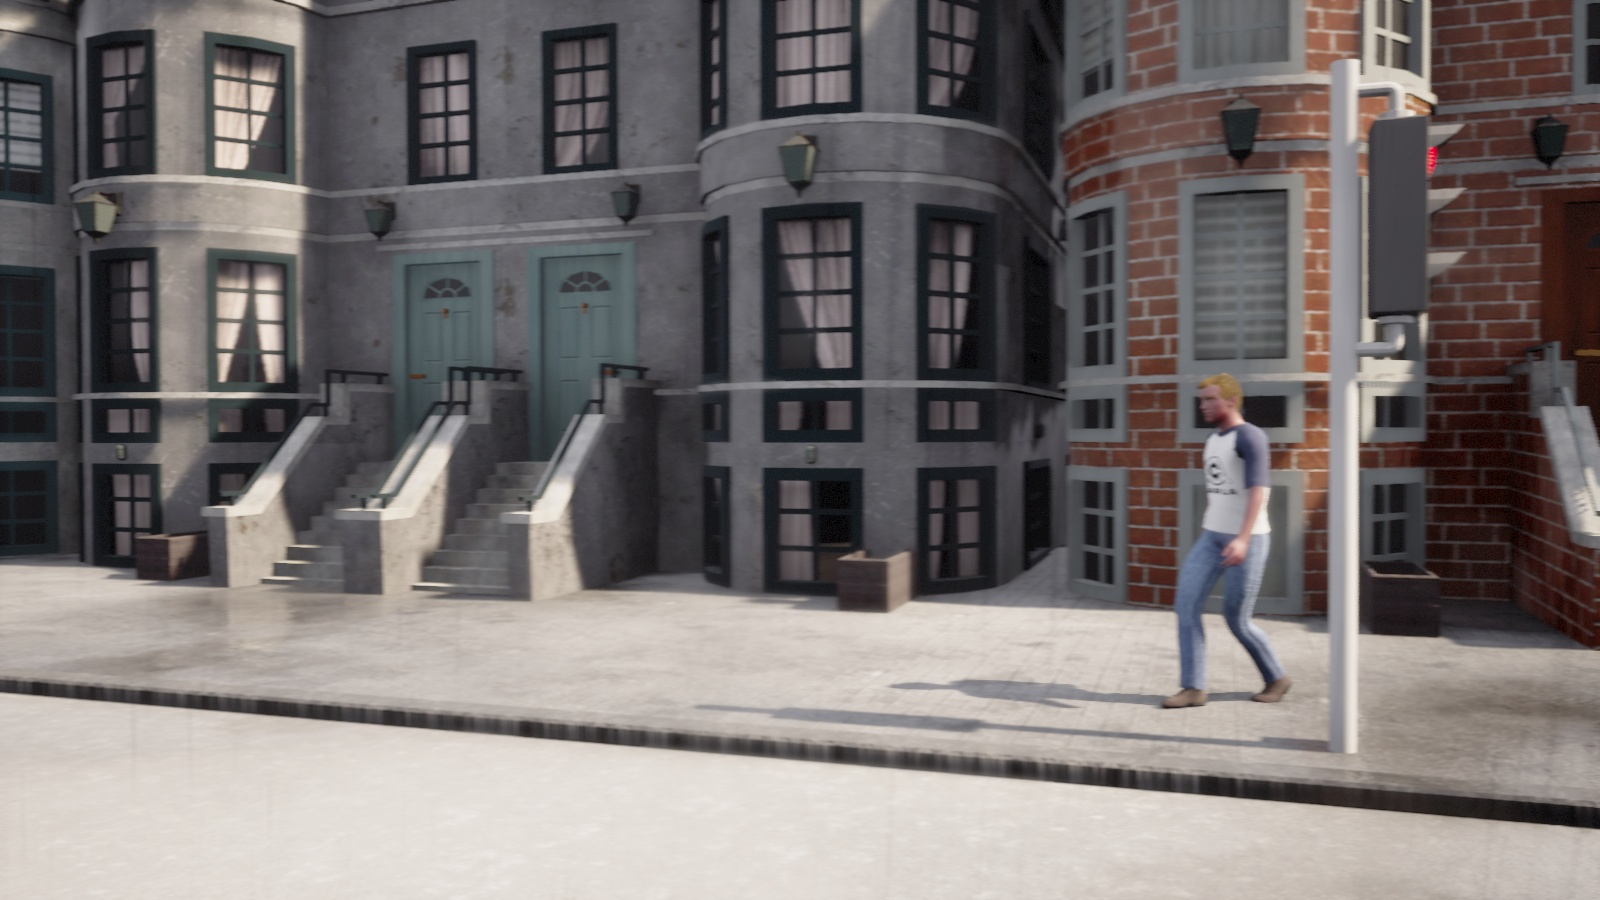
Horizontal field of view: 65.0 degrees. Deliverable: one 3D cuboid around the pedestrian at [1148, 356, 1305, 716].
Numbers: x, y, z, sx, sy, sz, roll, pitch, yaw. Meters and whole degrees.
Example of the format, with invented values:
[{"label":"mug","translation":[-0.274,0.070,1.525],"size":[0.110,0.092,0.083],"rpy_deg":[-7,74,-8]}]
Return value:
[{"label":"pedestrian","translation":[2.265,0.438,6.685],"size":[0.706,1.836,0.354],"rpy_deg":[0,1,-19]}]
